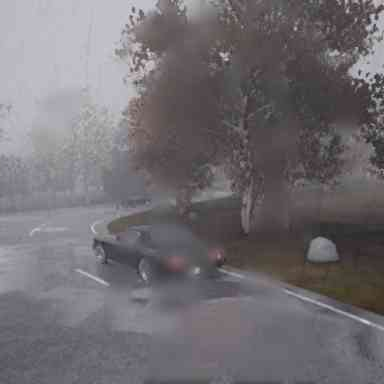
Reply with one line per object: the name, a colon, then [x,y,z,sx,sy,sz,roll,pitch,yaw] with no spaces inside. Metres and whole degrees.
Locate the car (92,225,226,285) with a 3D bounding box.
car: [-1.252,1.630,9.743,1.895,1.301,4.718,0,0,-37]

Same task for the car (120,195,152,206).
car: [-7.497,1.153,44.736,1.895,1.301,4.718,0,3,31]

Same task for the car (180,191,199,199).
car: [-0.783,0.216,54.924,2.128,1.511,4.902,0,5,36]

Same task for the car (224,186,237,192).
car: [8.366,-0.939,66.411,2.128,1.511,4.902,0,5,41]
